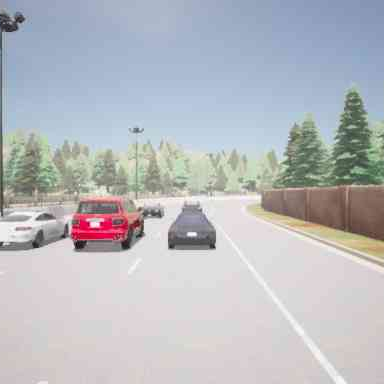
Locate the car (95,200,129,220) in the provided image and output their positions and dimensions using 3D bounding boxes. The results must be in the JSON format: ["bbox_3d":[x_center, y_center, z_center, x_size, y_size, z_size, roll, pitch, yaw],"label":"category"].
[{"bbox_3d":[-7.000,1.516,29.650,1.837,1.490,4.892,0,0,0],"label":"car"}]

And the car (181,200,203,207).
[{"bbox_3d":[0.000,1.495,29.650,2.128,1.511,4.902,0,0,0],"label":"car"}]

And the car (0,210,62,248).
[{"bbox_3d":[-7.000,1.532,14.650,1.812,1.442,4.674,0,0,0],"label":"car"}]

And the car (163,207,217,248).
[{"bbox_3d":[0.000,1.572,14.650,1.994,1.385,4.181,0,0,0],"label":"car"}]

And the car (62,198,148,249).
[{"bbox_3d":[-3.500,1.257,14.680,2.150,2.045,5.566,0,0,0],"label":"car"}]

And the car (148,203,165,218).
[{"bbox_3d":[-3.500,1.616,29.680,1.895,1.301,4.718,0,0,0],"label":"car"}]
